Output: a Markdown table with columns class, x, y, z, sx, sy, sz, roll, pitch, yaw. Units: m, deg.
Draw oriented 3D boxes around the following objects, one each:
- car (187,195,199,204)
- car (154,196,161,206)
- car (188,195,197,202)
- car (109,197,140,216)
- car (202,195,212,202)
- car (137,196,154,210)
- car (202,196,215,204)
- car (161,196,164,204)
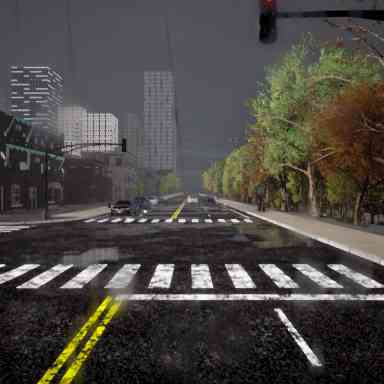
| class | x | y | z | sx | sy | sz | roll | pitch | yaw |
| --- | --- | --- | --- | --- | --- | --- | --- | --- | --- |
| car | 0.148 | 1.503 | 61.278 | 1.812 | 1.442 | 4.674 | 0 | 0 | 0 |
| car | -6.540 | 1.507 | 53.040 | 1.812 | 1.442 | 4.674 | 0 | 0 | 0 |
| car | 0.075 | 1.447 | 74.833 | 1.882 | 1.535 | 5.008 | 0 | 0 | 0 |
| car | -6.566 | 1.516 | 32.444 | 1.812 | 1.442 | 4.674 | 0 | 0 | 0 |
| car | 3.317 | 1.510 | 74.412 | 2.033 | 1.411 | 5.357 | 0 | 0 | 0 |
| car | -6.554 | 1.337 | 42.746 | 2.097 | 1.767 | 4.553 | 0 | 0 | 0 |
| car | 3.401 | 1.523 | 63.759 | 2.033 | 1.411 | 5.357 | 0 | 0 | 0 |
| car | -6.493 | 1.468 | 63.482 | 2.128 | 1.511 | 4.902 | 0 | 0 | 1 |
